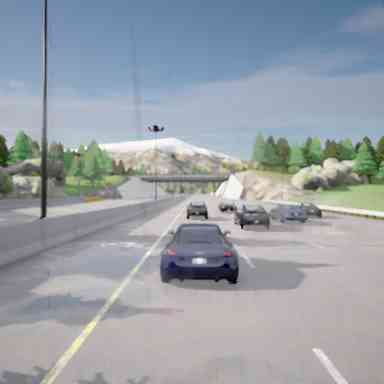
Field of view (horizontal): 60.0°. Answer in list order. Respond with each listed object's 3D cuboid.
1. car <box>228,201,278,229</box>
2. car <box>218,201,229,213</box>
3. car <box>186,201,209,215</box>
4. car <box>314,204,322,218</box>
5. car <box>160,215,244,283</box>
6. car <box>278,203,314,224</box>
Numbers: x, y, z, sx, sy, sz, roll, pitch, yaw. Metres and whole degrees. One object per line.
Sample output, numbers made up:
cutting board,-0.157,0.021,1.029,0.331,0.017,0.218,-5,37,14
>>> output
car,3.871,1.567,22.039,2.128,1.511,4.902,0,0,1
car,4.089,1.720,38.982,1.895,1.301,4.718,0,0,1
car,0.475,1.570,30.143,2.128,1.511,4.902,0,0,1
car,11.004,1.702,32.327,1.994,1.385,4.181,0,0,1
car,0.205,1.590,9.780,1.994,1.385,4.181,0,0,1
car,7.424,1.651,26.071,2.033,1.411,5.357,0,0,1
